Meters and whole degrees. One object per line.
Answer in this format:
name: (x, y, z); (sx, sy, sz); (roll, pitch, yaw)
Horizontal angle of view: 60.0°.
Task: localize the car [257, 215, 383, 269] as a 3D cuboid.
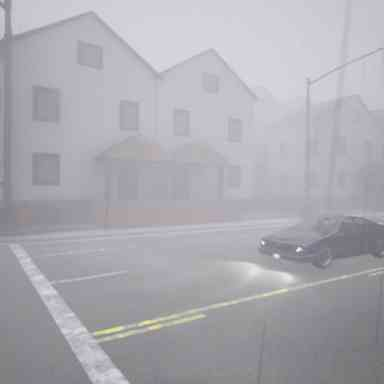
car: (4.708, 1.481, 11.087); (5.357, 1.411, 2.033); (0, 1, -32)
